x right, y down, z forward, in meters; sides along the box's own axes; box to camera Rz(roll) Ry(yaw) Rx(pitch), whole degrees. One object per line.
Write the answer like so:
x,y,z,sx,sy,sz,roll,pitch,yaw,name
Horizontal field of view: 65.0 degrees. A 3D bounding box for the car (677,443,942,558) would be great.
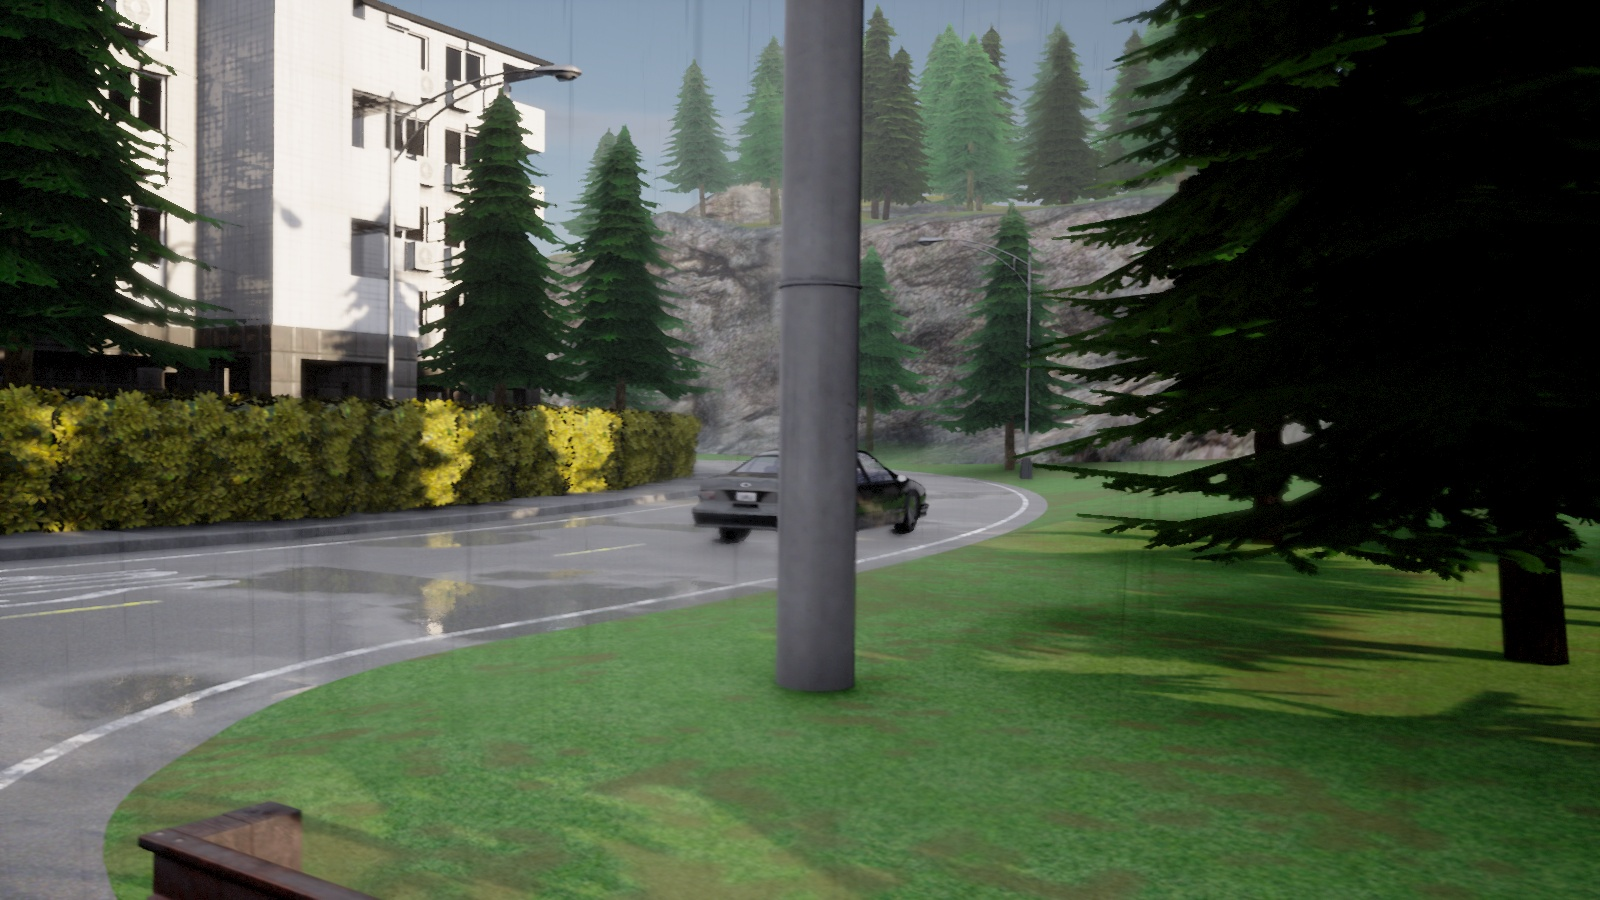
0.355,0.640,19.114,2.033,1.411,5.357,0,1,24,car
